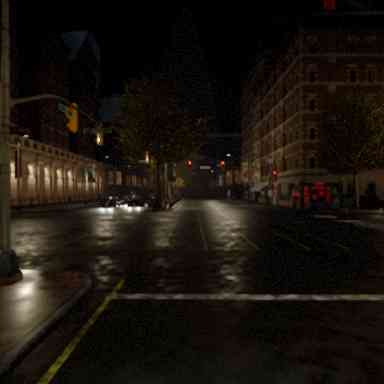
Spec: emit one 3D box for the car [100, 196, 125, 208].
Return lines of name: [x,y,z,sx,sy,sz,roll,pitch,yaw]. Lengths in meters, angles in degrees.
car: [-11.483,1.410,47.626,2.128,1.511,4.902,0,0,1]

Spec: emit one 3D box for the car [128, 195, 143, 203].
car: [-11.447,1.376,67.694,2.128,1.511,4.902,0,0,0]

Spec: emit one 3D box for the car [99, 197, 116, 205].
car: [-14.704,1.495,58.180,1.895,1.301,4.718,0,0,0]

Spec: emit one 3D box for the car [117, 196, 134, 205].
car: [-11.455,1.393,57.618,2.128,1.511,4.902,0,0,0]

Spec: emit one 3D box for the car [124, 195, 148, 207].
car: [-7.982,1.482,47.996,1.994,1.385,4.181,0,0,1]

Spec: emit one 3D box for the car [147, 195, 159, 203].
car: [-7.947,1.361,68.521,1.882,1.535,5.008,0,0,0]

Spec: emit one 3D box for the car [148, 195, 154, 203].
car: [-7.955,1.405,58.180,1.837,1.490,4.892,0,0,0]
